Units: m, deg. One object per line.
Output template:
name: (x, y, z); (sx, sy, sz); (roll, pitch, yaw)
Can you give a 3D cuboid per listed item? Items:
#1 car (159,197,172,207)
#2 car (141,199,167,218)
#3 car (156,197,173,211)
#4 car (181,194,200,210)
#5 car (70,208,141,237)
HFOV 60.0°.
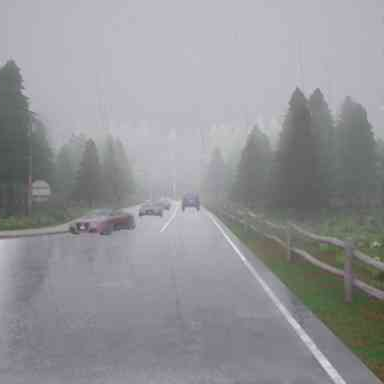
car: (-4.149, 1.567, 52.931); (1.812, 1.442, 4.674); (0, 0, -1)
car: (-3.662, 1.583, 30.483); (1.994, 1.385, 4.181); (0, 0, -2)
car: (-3.824, 1.383, 41.292); (2.097, 1.767, 4.553); (0, 0, -2)
car: (-0.192, 1.256, 42.848); (2.150, 2.045, 5.566); (0, 0, -2)
car: (-4.819, 1.580, 18.452); (1.994, 1.385, 4.181); (0, 0, 18)
